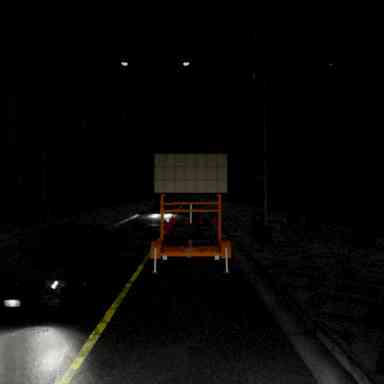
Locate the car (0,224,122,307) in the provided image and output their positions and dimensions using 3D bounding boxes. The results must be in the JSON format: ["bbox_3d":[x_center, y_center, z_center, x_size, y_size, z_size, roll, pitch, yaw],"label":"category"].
[{"bbox_3d":[-3.129,1.549,8.450,2.033,1.411,5.357,0,0,0],"label":"car"}]

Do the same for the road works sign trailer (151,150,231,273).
[{"bbox_3d":[-0.036,0.467,10.651,2.380,3.560,2.880,0,0,0],"label":"road works sign trailer"}]

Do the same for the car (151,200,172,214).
[{"bbox_3d":[-3.127,1.588,35.156,1.994,1.385,4.181,0,0,0],"label":"car"}]
